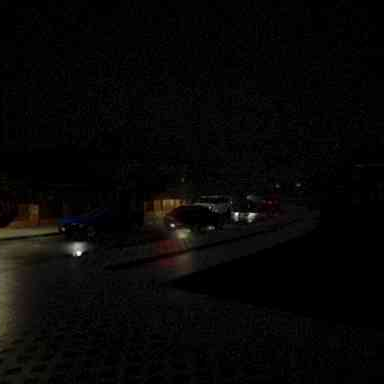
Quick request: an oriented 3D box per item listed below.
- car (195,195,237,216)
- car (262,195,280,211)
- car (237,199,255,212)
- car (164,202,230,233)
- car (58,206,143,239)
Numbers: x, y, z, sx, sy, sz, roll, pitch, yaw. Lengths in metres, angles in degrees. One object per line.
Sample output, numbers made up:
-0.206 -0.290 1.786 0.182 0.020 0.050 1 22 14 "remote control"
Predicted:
1.694 1.334 28.863 2.150 2.045 5.566 0 0 27 "car"
10.328 1.400 43.609 2.150 2.045 5.566 0 0 15 "car"
6.737 1.646 41.487 1.882 1.535 5.008 0 0 17 "car"
0.233 1.583 20.320 1.837 1.490 4.892 0 0 32 "car"
-4.797 1.538 18.102 1.882 1.535 5.008 0 0 34 "car"
